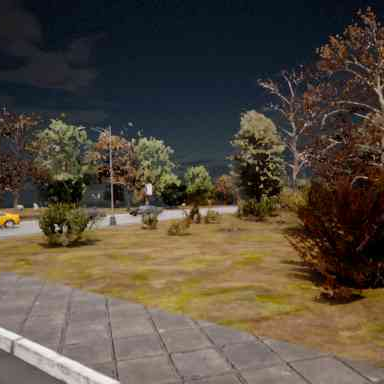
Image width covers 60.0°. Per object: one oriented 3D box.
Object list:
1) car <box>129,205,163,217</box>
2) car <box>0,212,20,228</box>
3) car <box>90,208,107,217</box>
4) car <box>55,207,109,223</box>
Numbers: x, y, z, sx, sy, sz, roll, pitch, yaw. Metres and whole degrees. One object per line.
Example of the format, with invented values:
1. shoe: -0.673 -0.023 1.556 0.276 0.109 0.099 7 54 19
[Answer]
1. car: -6.083 2.509 44.875 2.033 1.411 5.357 -3 -2 32
2. car: -17.053 2.367 27.665 1.882 1.535 5.008 -3 -2 33
3. car: -10.593 2.330 30.753 1.895 1.301 4.718 -3 -2 32
4. car: -11.724 2.459 35.903 2.033 1.411 5.357 -3 -2 32
